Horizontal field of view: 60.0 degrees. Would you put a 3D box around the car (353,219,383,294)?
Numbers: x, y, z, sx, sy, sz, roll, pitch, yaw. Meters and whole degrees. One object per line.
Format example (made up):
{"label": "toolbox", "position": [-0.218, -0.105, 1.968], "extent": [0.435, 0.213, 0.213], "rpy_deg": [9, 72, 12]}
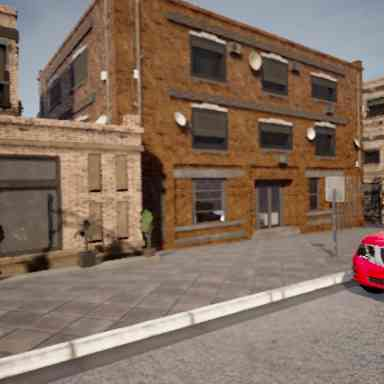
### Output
{"label": "car", "position": [6.016, 1.216, 7.666], "extent": [5.566, 2.045, 2.150], "rpy_deg": [0, 0, -35]}
